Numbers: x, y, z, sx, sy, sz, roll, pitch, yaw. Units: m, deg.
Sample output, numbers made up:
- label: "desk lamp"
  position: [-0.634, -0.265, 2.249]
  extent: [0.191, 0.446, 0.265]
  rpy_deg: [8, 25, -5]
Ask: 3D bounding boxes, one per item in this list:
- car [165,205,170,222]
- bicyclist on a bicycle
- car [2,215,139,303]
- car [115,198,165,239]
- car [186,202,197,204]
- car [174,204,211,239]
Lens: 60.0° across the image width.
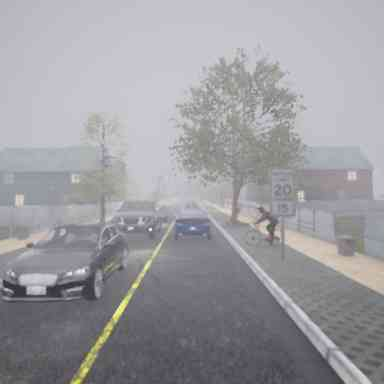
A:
- label: "car"
  position: [-2.957, 1.822, 29.292]
  extent: [2.033, 1.411, 5.357]
  rpy_deg: [0, -1, 0]
- label: "bicyclist on a bicycle"
  position: [2.959, 1.413, 13.486]
  extent: [1.656, 1.620, 0.582]
  rpy_deg: [0, -1, 0]
- label: "car"
  position: [-2.885, 1.573, 8.591]
  extent: [2.128, 1.511, 4.902]
  rpy_deg: [0, -1, 0]
- label: "car"
  position: [-2.928, 1.397, 18.615]
  extent: [2.150, 2.045, 5.566]
  rpy_deg: [0, -1, 0]
- label: "car"
  position: [-0.070, 1.922, 41.141]
  extent: [2.033, 1.411, 5.357]
  rpy_deg: [0, 0, 0]
- label: "car"
  position: [0.028, 1.645, 18.595]
  extent: [1.882, 1.535, 5.008]
  rpy_deg: [0, -1, 0]
